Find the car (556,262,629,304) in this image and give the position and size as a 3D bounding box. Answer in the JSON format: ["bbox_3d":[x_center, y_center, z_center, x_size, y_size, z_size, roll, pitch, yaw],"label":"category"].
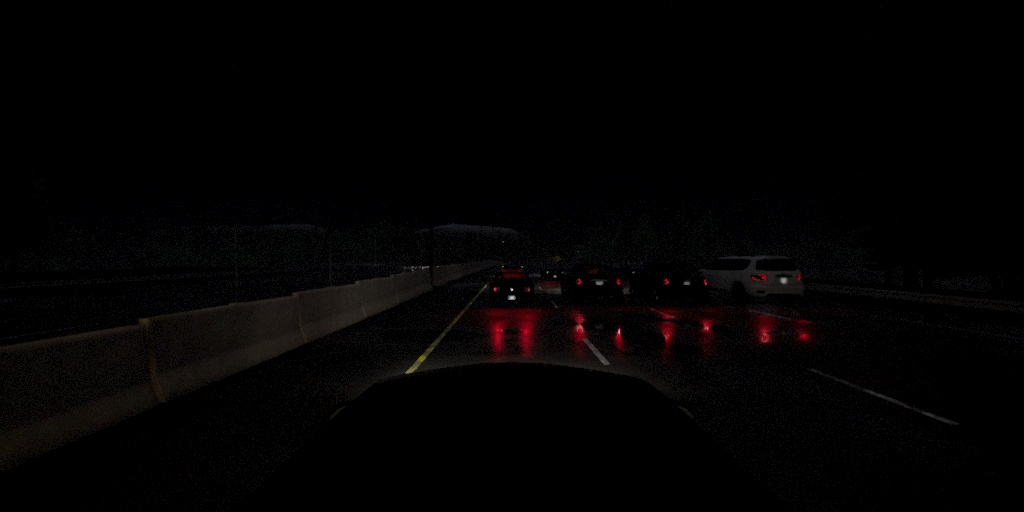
[{"bbox_3d":[3.500,1.118,16.472,2.097,1.767,4.553,0,0,0],"label":"car"}]

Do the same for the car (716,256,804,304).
[{"bbox_3d":[10.500,1.010,16.533,2.150,2.045,5.566,0,0,0],"label":"car"}]

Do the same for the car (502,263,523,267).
[{"bbox_3d":[0.033,1.330,31.490,1.994,1.385,4.181,0,0,0],"label":"car"}]

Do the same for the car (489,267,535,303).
[{"bbox_3d":[0.000,1.369,16.532,1.895,1.301,4.718,0,0,0],"label":"car"}]

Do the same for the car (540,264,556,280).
[{"bbox_3d":[3.533,1.374,31.510,1.895,1.301,4.718,0,0,0],"label":"car"}]

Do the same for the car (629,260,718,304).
[{"bbox_3d":[7.000,1.118,16.472,2.097,1.767,4.553,0,0,0],"label":"car"}]

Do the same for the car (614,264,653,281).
[{"bbox_3d":[10.533,1.373,31.491,1.895,1.301,4.718,0,0,0],"label":"car"}]

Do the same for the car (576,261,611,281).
[{"bbox_3d":[7.033,1.242,31.471,1.882,1.535,5.008,0,0,0],"label":"car"}]
